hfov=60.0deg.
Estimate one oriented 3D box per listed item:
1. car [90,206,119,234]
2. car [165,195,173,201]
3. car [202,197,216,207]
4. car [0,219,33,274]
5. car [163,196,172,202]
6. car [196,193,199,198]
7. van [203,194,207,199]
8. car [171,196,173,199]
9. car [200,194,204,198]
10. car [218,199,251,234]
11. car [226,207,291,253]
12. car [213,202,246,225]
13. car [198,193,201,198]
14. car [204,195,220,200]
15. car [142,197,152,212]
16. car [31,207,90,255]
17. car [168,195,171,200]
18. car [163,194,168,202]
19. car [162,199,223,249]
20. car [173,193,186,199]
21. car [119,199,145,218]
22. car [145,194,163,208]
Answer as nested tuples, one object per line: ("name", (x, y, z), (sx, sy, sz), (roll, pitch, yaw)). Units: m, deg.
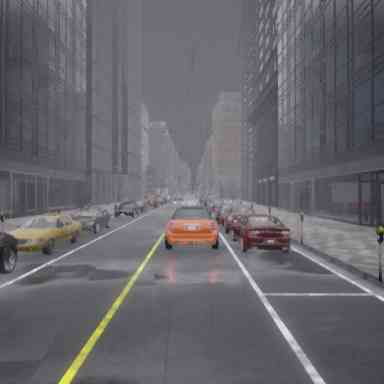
("car", (-5.850, 1.552, 19.140), (2.008, 1.369, 4.403), (1, 0, 0))
("car", (-5.850, 1.566, 86.465), (1.752, 1.417, 4.829), (1, 0, 0))
("car", (2.676, 1.567, 52.879), (2.008, 1.369, 4.403), (1, 0, 0))
("car", (-5.850, 1.564, 7.891), (1.947, 1.339, 4.313), (1, 0, 0))
("car", (-5.850, 1.581, 81.010), (1.887, 1.381, 4.507), (1, 0, 0))
("car", (2.678, 1.348, 75.377), (2.192, 1.841, 5.009), (1, 0, 0))
("van", (2.678, 1.351, 41.631), (1.690, 1.788, 3.998), (1, 0, 0))
("car", (-5.850, 1.558, 75.216), (1.752, 1.417, 4.829), (1, 0, 0))
("car", (2.678, 1.328, 47.255), (2.192, 1.841, 5.009), (1, 0, 0))
("car", (2.677, 1.442, 19.134), (1.967, 1.590, 4.097), (1, 0, 0))
("car", (2.676, 1.545, 13.509), (1.887, 1.381, 4.507), (1, 0, 0))
("car", (2.676, 1.548, 24.758), (1.887, 1.381, 4.507), (1, 0, 0))
("car", (2.677, 1.464, 64.128), (1.967, 1.590, 4.097), (1, 0, 0))
("car", (2.677, 1.447, 36.007), (1.967, 1.590, 4.097), (1, 0, 0))
("car", (-5.850, 1.552, 36.014), (1.887, 1.381, 4.507), (1, 0, 0))
("car", (-5.849, 1.525, 13.346), (1.752, 1.417, 4.829), (1, 0, 0))
("car", (-5.848, 1.339, 64.137), (2.192, 1.841, 5.009), (1, 0, 0))
("car", (-5.850, 1.564, 58.511), (1.887, 1.381, 4.507), (1, 0, 0))
("car", (0.000, 1.367, 14.621), (2.097, 1.767, 4.553), (0, 0, 0))
("car", (-3.000, 1.332, 76.749), (2.097, 1.767, 4.553), (0, 0, 0))
("car", (-5.850, 1.570, 30.389), (1.947, 1.339, 4.313), (1, 0, 0))
("car", (-5.848, 1.328, 47.263), (2.192, 1.841, 5.009), (1, 0, 0))
